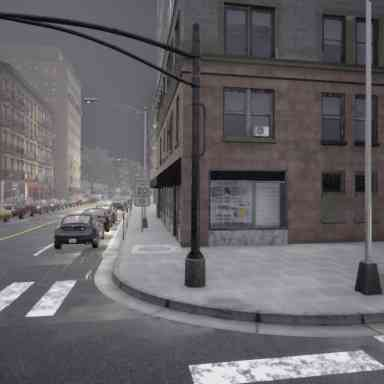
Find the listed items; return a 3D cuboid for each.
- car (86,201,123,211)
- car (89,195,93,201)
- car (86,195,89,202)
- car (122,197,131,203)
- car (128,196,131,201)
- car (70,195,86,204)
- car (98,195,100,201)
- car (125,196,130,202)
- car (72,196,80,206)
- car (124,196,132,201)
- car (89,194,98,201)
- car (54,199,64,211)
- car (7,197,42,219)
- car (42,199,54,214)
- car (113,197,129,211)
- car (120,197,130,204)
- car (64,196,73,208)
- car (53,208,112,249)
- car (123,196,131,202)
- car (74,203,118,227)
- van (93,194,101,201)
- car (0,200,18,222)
[{"bbox_3d":[-6.654,1.635,25.491,2.008,1.369,4.403,0,0,-9],"label":"car"},{"bbox_3d":[-21.788,1.737,67.430,1.802,1.307,4.206,0,0,-9],"label":"car"},{"bbox_3d":[-20.860,1.666,61.855,1.752,1.417,4.829,0,0,-9],"label":"car"},{"bbox_3d":[-15.665,1.806,79.565,1.802,1.307,4.206,0,0,-9],"label":"car"},{"bbox_3d":[-11.159,1.593,52.529,1.967,1.590,4.097,0,0,-9],"label":"car"},{"bbox_3d":[-19.988,1.442,56.616,2.192,1.841,5.009,0,0,-9],"label":"car"},{"bbox_3d":[-23.584,1.499,78.247,2.192,1.841,5.009,0,0,-9],"label":"car"},{"bbox_3d":[-10.259,1.690,47.121,2.008,1.369,4.403,0,0,-9],"label":"car"},{"bbox_3d":[-19.090,1.679,51.207,1.947,1.339,4.313,0,0,-9],"label":"car"},{"bbox_3d":[-17.467,1.819,90.380,1.947,1.339,4.313,0,0,-9],"label":"car"},{"bbox_3d":[-22.685,1.485,72.839,2.192,1.841,5.009,0,0,-9],"label":"car"},{"bbox_3d":[-17.291,1.525,40.392,1.967,1.590,4.097,0,0,-9],"label":"car"},{"bbox_3d":[-15.492,1.373,29.577,2.192,1.841,5.009,0,0,-9],"label":"car"},{"bbox_3d":[-16.392,1.512,34.984,1.967,1.590,4.097,0,0,-9],"label":"car"},{"bbox_3d":[-9.358,1.676,41.713,2.008,1.369,4.403,0,0,-9],"label":"car"},{"bbox_3d":[-13.863,1.740,68.751,1.887,1.381,4.507,0,0,-9],"label":"car"},{"bbox_3d":[-18.191,1.650,45.799,2.008,1.369,4.403,0,0,-9],"label":"car"},{"bbox_3d":[-4.852,1.607,14.677,2.008,1.369,4.403,0,0,-9],"label":"car"},{"bbox_3d":[-16.566,1.790,84.973,2.008,1.369,4.403,0,0,-9],"label":"car"},{"bbox_3d":[-5.753,1.615,20.084,1.887,1.381,4.507,0,0,-9],"label":"car"},{"bbox_3d":[-25.383,1.555,89.063,1.690,1.788,3.998,0,0,-9],"label":"van"},{"bbox_3d":[-14.566,1.569,24.000,1.752,1.417,4.829,0,0,-9],"label":"car"}]
